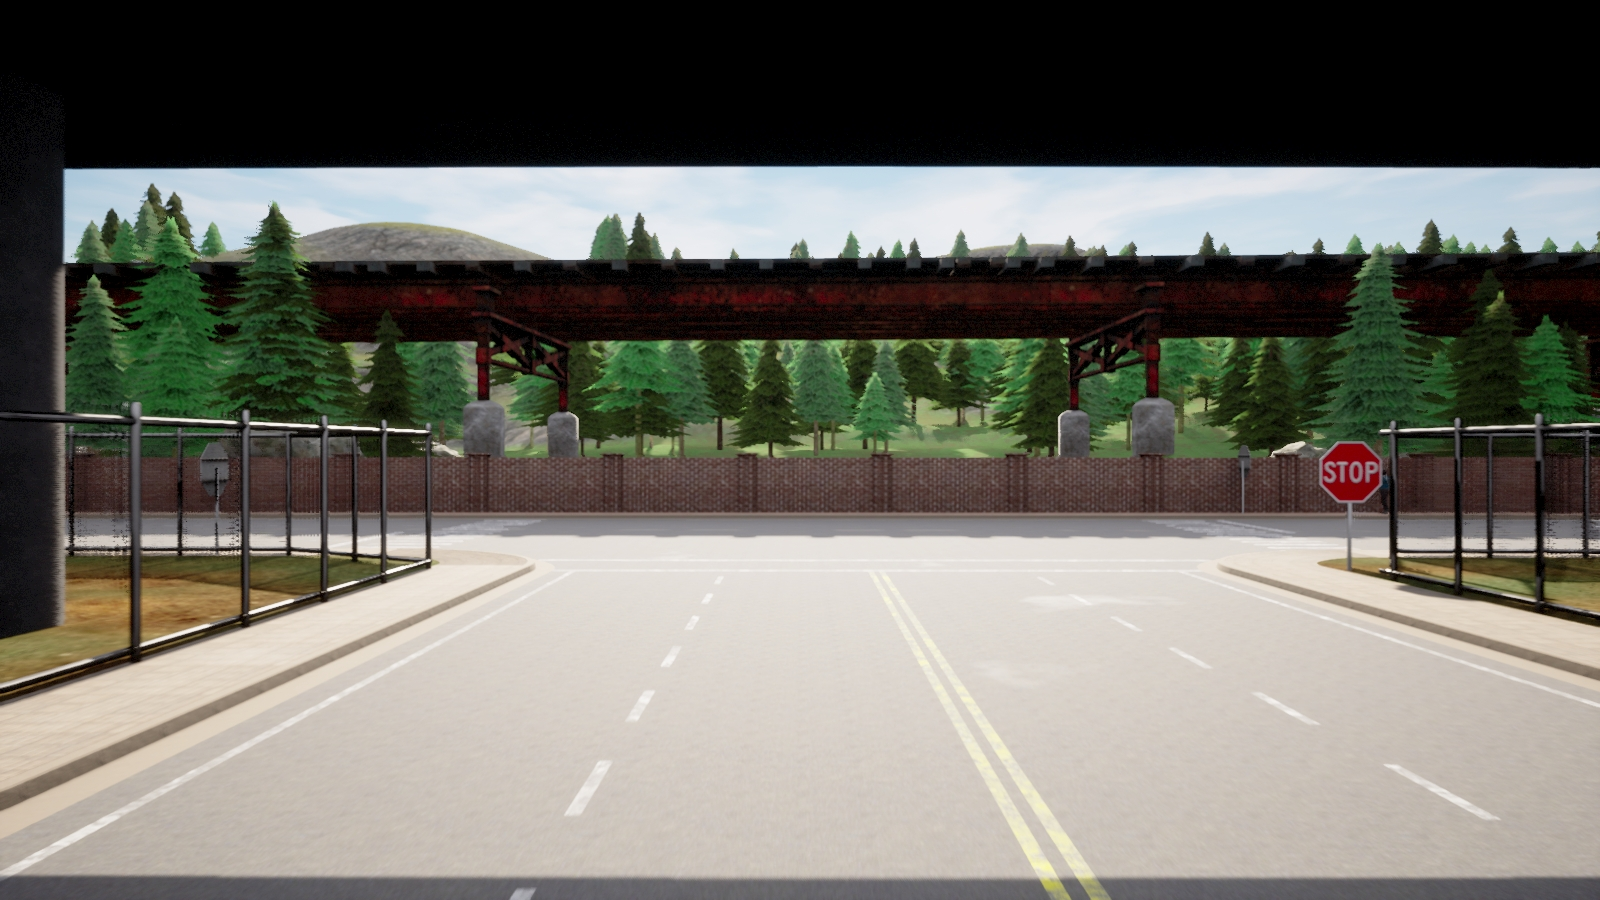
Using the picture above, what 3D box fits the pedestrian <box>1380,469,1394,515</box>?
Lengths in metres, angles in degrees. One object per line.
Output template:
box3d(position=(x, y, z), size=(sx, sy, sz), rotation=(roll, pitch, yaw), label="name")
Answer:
box3d(position=(23.900, 1.694, 46.528), size=(0.375, 1.860, 0.375), rotation=(0, 0, -2), label="pedestrian")
